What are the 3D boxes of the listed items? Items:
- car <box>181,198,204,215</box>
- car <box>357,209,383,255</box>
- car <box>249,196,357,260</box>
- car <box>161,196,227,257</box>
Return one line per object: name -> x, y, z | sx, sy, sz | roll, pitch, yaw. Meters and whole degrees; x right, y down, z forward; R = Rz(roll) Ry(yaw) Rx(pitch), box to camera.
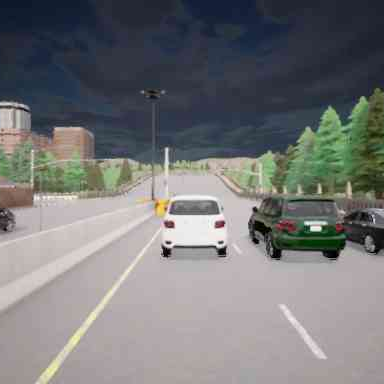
car -> 0.031, 1.345, 32.200 | 2.033, 1.411, 5.357 | 0, 0, 0
car -> 7.074, 1.414, 12.941 | 1.837, 1.490, 4.892 | 0, 0, 0
car -> 3.574, 1.139, 12.281 | 2.150, 2.045, 5.566 | 0, 0, 0
car -> 0.075, 1.140, 12.752 | 2.150, 2.045, 5.566 | 0, 0, 0
